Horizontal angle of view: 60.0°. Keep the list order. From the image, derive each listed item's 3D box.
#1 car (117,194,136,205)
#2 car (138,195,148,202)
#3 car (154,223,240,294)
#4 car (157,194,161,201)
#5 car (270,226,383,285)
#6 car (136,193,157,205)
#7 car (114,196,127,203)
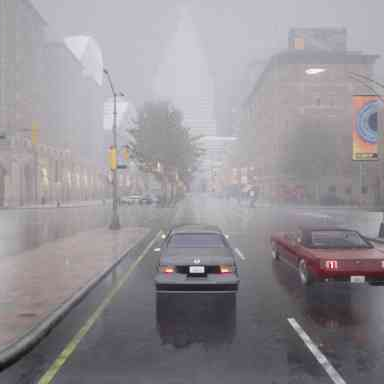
[{"bbox_3d":[-11.618,1.526,58.918,1.812,1.442,4.674,0,0,0],"label":"car"},{"bbox_3d":[-11.583,1.524,79.198,1.812,1.442,4.674,0,0,0],"label":"car"},{"bbox_3d":[0.092,1.547,8.938,2.033,1.411,5.357,0,0,0],"label":"car"},{"bbox_3d":[-8.072,1.526,68.976,1.812,1.442,4.674,0,0,0],"label":"car"},{"bbox_3d":[3.591,1.601,9.421,1.895,1.301,4.718,0,0,0],"label":"car"},{"bbox_3d":[-8.119,1.491,59.208,2.128,1.511,4.902,0,0,0],"label":"car"},{"bbox_3d":[-14.822,1.595,69.185,1.895,1.301,4.718,0,0,0],"label":"car"}]
